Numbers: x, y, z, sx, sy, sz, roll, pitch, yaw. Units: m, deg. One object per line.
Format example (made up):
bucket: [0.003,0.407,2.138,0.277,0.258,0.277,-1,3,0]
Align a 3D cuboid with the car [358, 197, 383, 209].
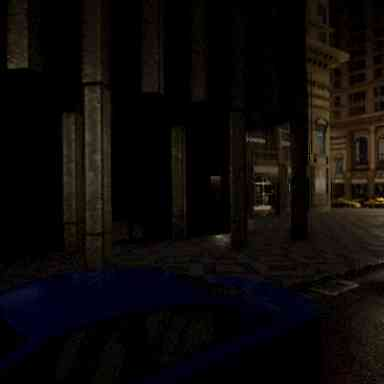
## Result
car: [23.842,1.470,41.381,1.752,1.417,4.829,-2,0,-35]

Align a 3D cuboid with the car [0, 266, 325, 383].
car: [-1.008,1.473,2.657,5.008,1.535,1.882,-1,0,-35]

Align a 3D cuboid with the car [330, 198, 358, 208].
car: [20.645,1.544,45.906,1.752,1.417,4.829,-2,0,-35]

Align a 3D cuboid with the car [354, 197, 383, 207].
car: [27.504,1.498,50.972,1.947,1.339,4.313,-2,0,-35]
